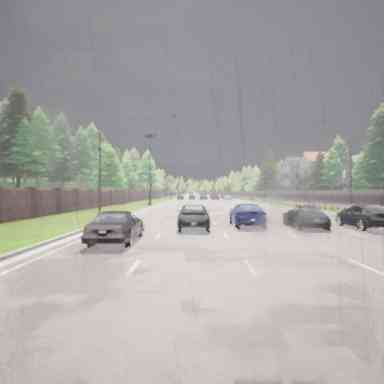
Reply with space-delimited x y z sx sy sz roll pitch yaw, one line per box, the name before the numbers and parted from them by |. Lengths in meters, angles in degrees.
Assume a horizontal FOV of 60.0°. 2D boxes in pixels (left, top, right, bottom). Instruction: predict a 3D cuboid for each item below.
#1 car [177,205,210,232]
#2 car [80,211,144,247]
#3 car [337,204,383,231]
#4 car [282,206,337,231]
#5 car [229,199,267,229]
car | 0.101 1.510 20.440 2.128 1.511 4.902 0 0 0
car | -3.399 1.562 15.113 2.033 1.411 5.357 0 0 0
car | 10.601 1.523 20.507 1.837 1.490 4.892 0 0 0
car | 7.101 1.582 20.980 1.994 1.385 4.181 0 0 0
car | 3.603 1.497 22.034 1.882 1.535 5.008 0 0 0
